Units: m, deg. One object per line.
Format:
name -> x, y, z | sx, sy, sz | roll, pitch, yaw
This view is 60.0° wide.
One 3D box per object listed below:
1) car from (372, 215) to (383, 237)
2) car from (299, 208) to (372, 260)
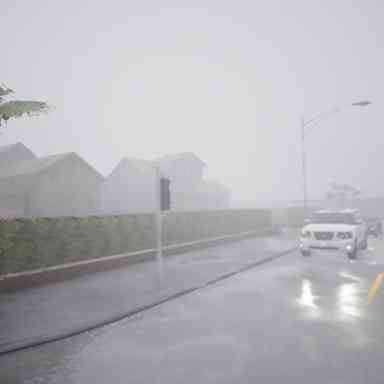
car -> 12.738, 2.416, 24.303 | 2.033, 1.411, 5.357 | -3, -3, 34
car -> 6.736, 1.808, 15.519 | 2.150, 2.045, 5.566 | -3, -3, 34
